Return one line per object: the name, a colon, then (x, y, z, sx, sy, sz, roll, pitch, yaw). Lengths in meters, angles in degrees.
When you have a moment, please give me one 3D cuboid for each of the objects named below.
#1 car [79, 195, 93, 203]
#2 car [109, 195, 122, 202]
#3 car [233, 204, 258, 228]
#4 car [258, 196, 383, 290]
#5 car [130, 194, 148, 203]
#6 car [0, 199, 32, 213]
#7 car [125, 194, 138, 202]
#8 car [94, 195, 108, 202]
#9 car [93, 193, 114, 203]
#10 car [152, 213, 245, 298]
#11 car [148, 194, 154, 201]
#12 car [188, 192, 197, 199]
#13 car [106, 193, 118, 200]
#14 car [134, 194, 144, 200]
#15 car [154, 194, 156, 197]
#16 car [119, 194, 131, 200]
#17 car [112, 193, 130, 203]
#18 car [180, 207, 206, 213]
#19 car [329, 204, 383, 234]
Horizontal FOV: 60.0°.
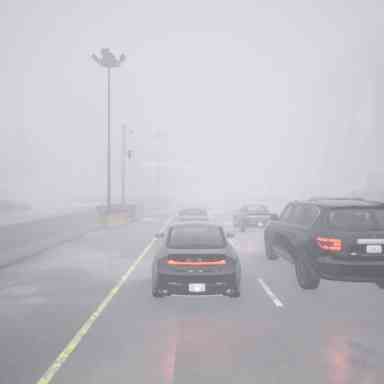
car: (-21.090, 1.447, 66.904, 1.882, 1.535, 5.008, 0, 0, 0)
car: (-17.533, 1.463, 76.521, 1.994, 1.385, 4.181, 0, 0, 0)
car: (3.567, 1.490, 19.820, 2.128, 1.511, 4.902, 0, 0, 0)
car: (3.584, 1.221, 9.261, 2.150, 2.045, 5.566, 0, 0, 0)
car: (-10.592, 1.480, 66.607, 1.812, 1.442, 4.674, 0, 0, 0)
car: (-20.224, 1.510, 36.414, 4.892, 1.490, 1.837, -1, 0, -5)
car: (-14.031, 1.263, 76.868, 2.097, 1.767, 4.553, 0, 0, 0)
car: (-21.032, 1.461, 76.763, 1.994, 1.385, 4.181, 0, 0, 0)
car: (-17.592, 1.307, 66.660, 2.097, 1.767, 4.553, 0, 0, 0)
car: (0.084, 1.504, 8.519, 1.837, 1.490, 4.892, 0, 0, 0)
car: (-10.530, 1.384, 77.009, 1.882, 1.535, 5.008, 0, 0, 0)
car: (0.088, 0.910, 95.549, 2.150, 2.045, 5.566, 0, 1, 0)
car: (-20.966, 1.162, 87.061, 2.097, 1.767, 4.553, 0, 1, 0)
car: (-13.965, 1.304, 87.266, 1.837, 1.490, 4.892, 0, 1, 0)
car: (-10.464, 1.279, 87.439, 1.882, 1.535, 5.008, 0, 1, 0)
car: (-17.467, 1.349, 86.879, 2.033, 1.411, 5.357, 0, 1, 0)
car: (-14.092, 1.519, 66.619, 1.994, 1.385, 4.181, 0, 0, 0)
car: (0.064, 1.546, 18.682, 2.033, 1.411, 5.357, 0, 0, 0)
car: (10.566, 1.546, 20.561, 2.033, 1.411, 5.357, 0, 0, 0)
